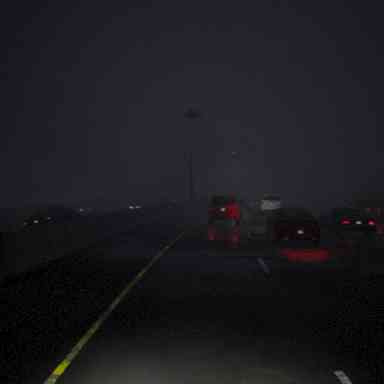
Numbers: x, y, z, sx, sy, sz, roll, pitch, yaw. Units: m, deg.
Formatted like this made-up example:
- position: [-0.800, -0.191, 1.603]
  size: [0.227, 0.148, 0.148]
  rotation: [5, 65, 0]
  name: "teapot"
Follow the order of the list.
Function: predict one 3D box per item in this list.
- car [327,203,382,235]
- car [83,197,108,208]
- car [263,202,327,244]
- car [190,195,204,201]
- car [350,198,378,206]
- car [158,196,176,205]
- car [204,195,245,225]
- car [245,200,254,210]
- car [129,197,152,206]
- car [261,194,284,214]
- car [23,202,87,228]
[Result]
- position: [8.643, 1.571, 18.944]
  size: [2.033, 1.411, 5.357]
  rotation: [0, 0, 9]
  name: "car"
- position: [-13.827, 1.480, 47.268]
  size: [2.128, 1.511, 4.902]
  rotation: [0, 0, 16]
  name: "car"
- position: [4.769, 1.493, 16.152]
  size: [1.882, 1.535, 5.008]
  rotation: [0, 0, 7]
  name: "car"
- position: [1.177, 1.377, 61.989]
  size: [2.097, 1.767, 4.553]
  rotation: [0, 0, 16]
  name: "car"
- position: [13.817, 1.389, 27.312]
  size: [2.097, 1.767, 4.553]
  rotation: [0, 0, 12]
  name: "car"
- position: [-4.124, 1.516, 56.039]
  size: [1.837, 1.490, 4.892]
  rotation: [0, 0, 16]
  name: "car"
- position: [2.561, 1.237, 24.704]
  size: [2.150, 2.045, 5.566]
  rotation: [0, 0, 11]
  name: "car"
- position: [6.766, 1.629, 42.185]
  size: [1.895, 1.301, 4.718]
  rotation: [0, 0, 15]
  name: "car"
- position: [-8.311, 1.550, 54.011]
  size: [2.033, 1.411, 5.357]
  rotation: [0, 0, 16]
  name: "car"
- position: [8.452, 1.250, 35.002]
  size: [2.150, 2.045, 5.566]
  rotation: [0, 0, 15]
  name: "car"
- position: [-8.810, 1.554, 21.356]
  size: [1.994, 1.385, 4.181]
  rotation: [0, 0, 9]
  name: "car"
